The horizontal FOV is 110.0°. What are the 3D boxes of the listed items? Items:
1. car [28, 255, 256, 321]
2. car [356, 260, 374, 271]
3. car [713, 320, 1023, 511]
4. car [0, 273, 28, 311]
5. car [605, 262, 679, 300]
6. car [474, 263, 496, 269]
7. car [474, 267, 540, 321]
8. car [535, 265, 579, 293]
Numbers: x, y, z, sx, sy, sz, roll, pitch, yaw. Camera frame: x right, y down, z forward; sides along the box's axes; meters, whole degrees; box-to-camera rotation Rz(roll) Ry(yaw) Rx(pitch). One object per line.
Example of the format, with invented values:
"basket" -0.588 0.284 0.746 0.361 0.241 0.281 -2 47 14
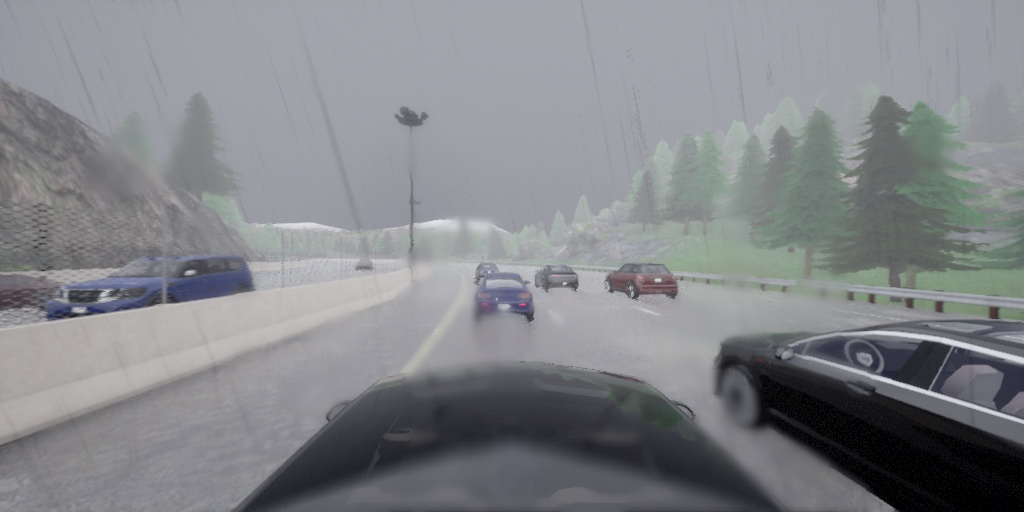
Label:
"car" -10.952 0.997 11.674 2.150 2.045 5.566 0 0 -3
"car" -20.542 1.307 50.185 1.882 1.535 5.008 0 0 -15
"car" 3.516 1.235 2.678 2.128 1.511 4.902 0 0 0
"car" -18.002 1.316 12.039 1.812 1.442 4.674 0 0 -4
"car" 6.302 1.095 17.969 2.097 1.767 4.553 0 0 -4
"car" -2.132 1.312 30.521 2.033 1.411 5.357 0 0 -8
"car" -0.323 1.280 12.343 1.812 1.442 4.674 0 0 -3
"car" 2.520 1.244 21.092 2.128 1.511 4.902 0 0 -6
